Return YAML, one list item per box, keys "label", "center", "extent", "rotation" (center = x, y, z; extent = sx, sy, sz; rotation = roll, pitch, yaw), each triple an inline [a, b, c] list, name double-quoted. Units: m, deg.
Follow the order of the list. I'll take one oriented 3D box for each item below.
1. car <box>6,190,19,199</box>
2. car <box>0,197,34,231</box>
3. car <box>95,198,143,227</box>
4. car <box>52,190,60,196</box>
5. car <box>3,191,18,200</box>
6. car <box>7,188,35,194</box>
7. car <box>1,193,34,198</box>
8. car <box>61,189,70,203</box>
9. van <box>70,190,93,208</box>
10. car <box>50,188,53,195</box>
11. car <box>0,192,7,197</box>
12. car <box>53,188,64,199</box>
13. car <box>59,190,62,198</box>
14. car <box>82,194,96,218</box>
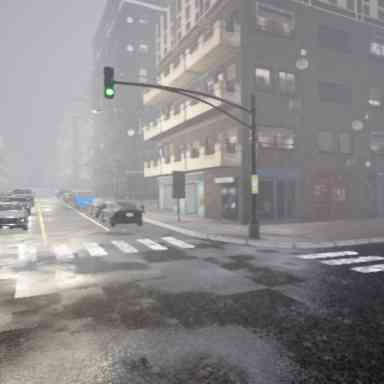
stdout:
- label: "car"
  center: [-33.437, 0.404, 61.972]
  extent: [1.967, 1.590, 4.097]
  rotation: [1, 1, -25]
- label: "car"
  center: [-9.873, 1.241, 18.032]
  extent: [2.033, 1.411, 5.357]
  rotation: [-1, 1, -25]
- label: "car"
  center: [-4.203, 1.221, 19.617]
  extent: [1.947, 1.339, 4.313]
  rotation: [0, 1, -25]
- label: "car"
  center: [-33.149, 0.156, 81.010]
  extent: [1.752, 1.417, 4.829]
  rotation: [0, 1, -25]
- label: "car"
  center: [-31.032, 0.599, 56.870]
  extent: [2.008, 1.369, 4.403]
  rotation: [1, 1, -25]
- label: "car"
  center: [-18.640, 0.601, 36.711]
  extent: [2.150, 2.045, 5.566]
  rotation: [-1, 1, -25]
- label: "car"
  center: [-14.089, 1.068, 26.992]
  extent: [1.812, 1.442, 4.674]
  rotation: [-1, 1, -25]
- label: "car"
  center: [-16.305, 0.750, 45.286]
  extent: [1.752, 1.417, 4.829]
  rotation: [0, 1, -25]
- label: "van"
  center: [-11.418, 0.739, 34.924]
  extent: [1.690, 1.788, 3.998]
  rotation: [0, 1, -25]
- label: "car"
  center: [-30.671, 0.269, 75.752]
  extent: [2.008, 1.369, 4.403]
  rotation: [0, 1, -25]
- label: "car"
  center: [-26.219, 0.763, 46.664]
  extent: [1.887, 1.381, 4.507]
  rotation: [1, 1, -25]
- label: "car"
  center: [-23.448, 0.287, 60.440]
  extent: [2.192, 1.841, 5.009]
  rotation: [0, 1, -25]
- label: "car"
  center: [-18.640, 0.724, 50.236]
  extent: [1.802, 1.307, 4.206]
  rotation: [0, 1, -25]
- label: "car"
  center: [-6.609, 1.120, 24.720]
  extent: [2.008, 1.369, 4.403]
  rotation: [0, 1, -25]
